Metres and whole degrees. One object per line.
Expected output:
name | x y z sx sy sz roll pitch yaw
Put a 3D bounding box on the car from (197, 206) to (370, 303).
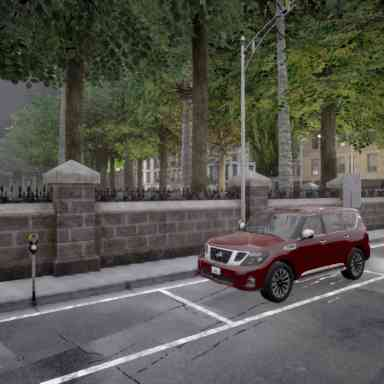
car | 2.532 1.314 8.398 5.009 1.841 2.192 0 0 -36
